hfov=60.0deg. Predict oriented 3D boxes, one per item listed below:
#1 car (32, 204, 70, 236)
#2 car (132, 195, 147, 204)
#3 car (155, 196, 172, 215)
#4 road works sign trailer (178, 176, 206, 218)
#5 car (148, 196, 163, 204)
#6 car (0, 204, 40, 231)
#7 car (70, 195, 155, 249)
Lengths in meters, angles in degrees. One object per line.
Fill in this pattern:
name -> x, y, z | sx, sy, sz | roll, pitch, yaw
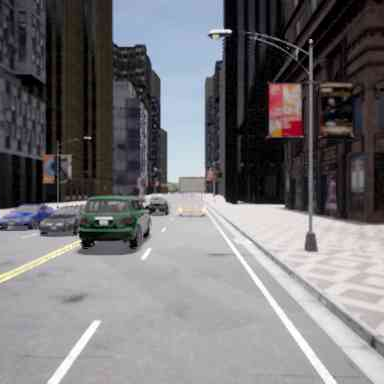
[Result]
car -> -6.596, 1.468, 18.224 | 1.812, 1.442, 4.674 | 0, 0, 0
car -> -9.763, 1.309, 61.855 | 1.882, 1.535, 5.008 | 0, 0, 1
car -> -3.143, 1.410, 32.731 | 1.837, 1.490, 4.892 | 0, 0, 0
road works sign trailer -> 0.006, 0.378, 29.569 | 2.380, 3.560, 2.880 | 0, 0, 0
car -> -6.518, 1.384, 60.102 | 2.033, 1.411, 5.357 | 0, 0, 1
car -> -9.845, 1.462, 20.435 | 1.812, 1.442, 4.674 | 0, 0, 0
car -> -3.146, 1.174, 14.528 | 2.150, 2.045, 5.566 | 0, 0, 0
